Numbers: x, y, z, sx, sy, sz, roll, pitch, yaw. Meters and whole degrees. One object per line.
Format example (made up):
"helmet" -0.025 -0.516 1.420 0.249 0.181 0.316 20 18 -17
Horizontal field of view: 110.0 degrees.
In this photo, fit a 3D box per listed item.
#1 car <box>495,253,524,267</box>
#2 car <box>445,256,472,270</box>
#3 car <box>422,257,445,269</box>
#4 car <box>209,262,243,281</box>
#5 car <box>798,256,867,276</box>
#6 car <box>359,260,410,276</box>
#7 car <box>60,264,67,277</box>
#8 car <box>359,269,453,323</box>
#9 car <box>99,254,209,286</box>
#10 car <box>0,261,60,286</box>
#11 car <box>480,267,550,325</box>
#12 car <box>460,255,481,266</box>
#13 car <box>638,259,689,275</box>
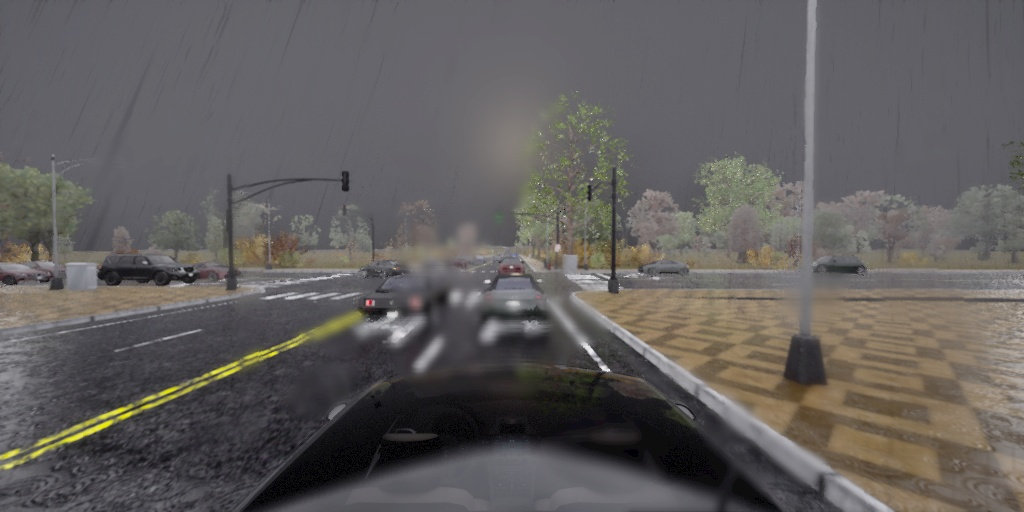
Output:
"car" -0.055 0.856 30.046 2.097 1.767 4.553 0 1 0
"car" -6.628 0.992 45.060 1.895 1.301 4.718 0 1 1
"car" -9.876 0.894 45.175 1.837 1.490 4.892 0 1 1
"car" -22.884 1.153 27.098 4.181 1.385 1.994 0 1 2
"car" 27.650 0.761 31.063 4.553 1.767 2.097 0 1 3
"car" -9.927 1.058 27.866 4.892 1.490 1.837 1 0 37
"car" -36.098 1.121 27.647 4.674 1.442 1.812 0 1 3
"car" -3.176 1.269 11.814 1.895 1.301 4.718 0 0 0
"car" -24.046 0.887 23.885 5.566 2.045 2.150 0 1 2
"car" -34.219 1.195 24.314 4.674 1.442 1.812 0 1 2
"car" 0.075 1.236 11.460 1.994 1.385 4.181 0 0 0
"car" -6.457 0.797 56.182 1.837 1.490 4.892 0 1 1
"car" 13.356 0.983 31.703 4.181 1.385 1.994 0 1 3
